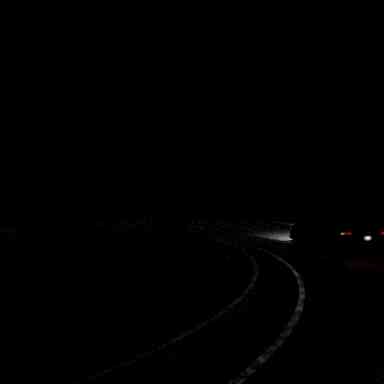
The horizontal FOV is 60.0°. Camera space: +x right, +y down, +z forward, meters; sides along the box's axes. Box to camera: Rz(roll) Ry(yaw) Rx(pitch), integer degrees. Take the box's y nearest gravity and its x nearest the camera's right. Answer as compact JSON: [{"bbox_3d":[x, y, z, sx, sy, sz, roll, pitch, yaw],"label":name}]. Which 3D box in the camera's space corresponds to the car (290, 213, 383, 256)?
[{"bbox_3d":[5.583,1.526,13.163,1.994,1.385,4.181,0,0,-9],"label":"car"}]
